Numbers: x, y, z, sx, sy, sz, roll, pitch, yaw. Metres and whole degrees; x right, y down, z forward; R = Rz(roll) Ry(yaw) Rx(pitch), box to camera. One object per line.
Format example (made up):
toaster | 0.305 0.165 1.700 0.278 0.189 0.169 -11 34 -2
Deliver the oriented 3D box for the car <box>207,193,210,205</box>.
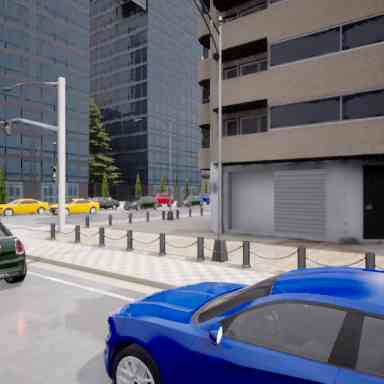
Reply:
car | 1.127 1.166 55.958 2.150 2.045 5.566 0 0 36

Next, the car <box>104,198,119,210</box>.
car | -10.807 1.436 39.524 2.128 1.511 4.902 0 0 36

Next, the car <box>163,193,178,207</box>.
car | -4.896 1.166 47.689 2.150 2.045 5.566 0 0 35

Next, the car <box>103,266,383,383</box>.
car | 1.287 1.478 3.073 5.008 1.535 1.882 0 0 36

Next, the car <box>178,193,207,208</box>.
car | -0.288 1.296 48.073 2.097 1.767 4.553 0 0 36

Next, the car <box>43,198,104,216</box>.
car | -11.465 1.422 32.645 1.882 1.535 5.008 0 0 36

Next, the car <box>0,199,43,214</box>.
car | -16.321 1.422 31.915 1.882 1.535 5.008 0 0 36

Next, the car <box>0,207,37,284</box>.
car | -6.209 1.352 8.413 4.553 1.767 2.097 0 0 36

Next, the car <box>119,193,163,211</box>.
car | -6.095 1.296 40.064 2.097 1.767 4.553 0 0 36
